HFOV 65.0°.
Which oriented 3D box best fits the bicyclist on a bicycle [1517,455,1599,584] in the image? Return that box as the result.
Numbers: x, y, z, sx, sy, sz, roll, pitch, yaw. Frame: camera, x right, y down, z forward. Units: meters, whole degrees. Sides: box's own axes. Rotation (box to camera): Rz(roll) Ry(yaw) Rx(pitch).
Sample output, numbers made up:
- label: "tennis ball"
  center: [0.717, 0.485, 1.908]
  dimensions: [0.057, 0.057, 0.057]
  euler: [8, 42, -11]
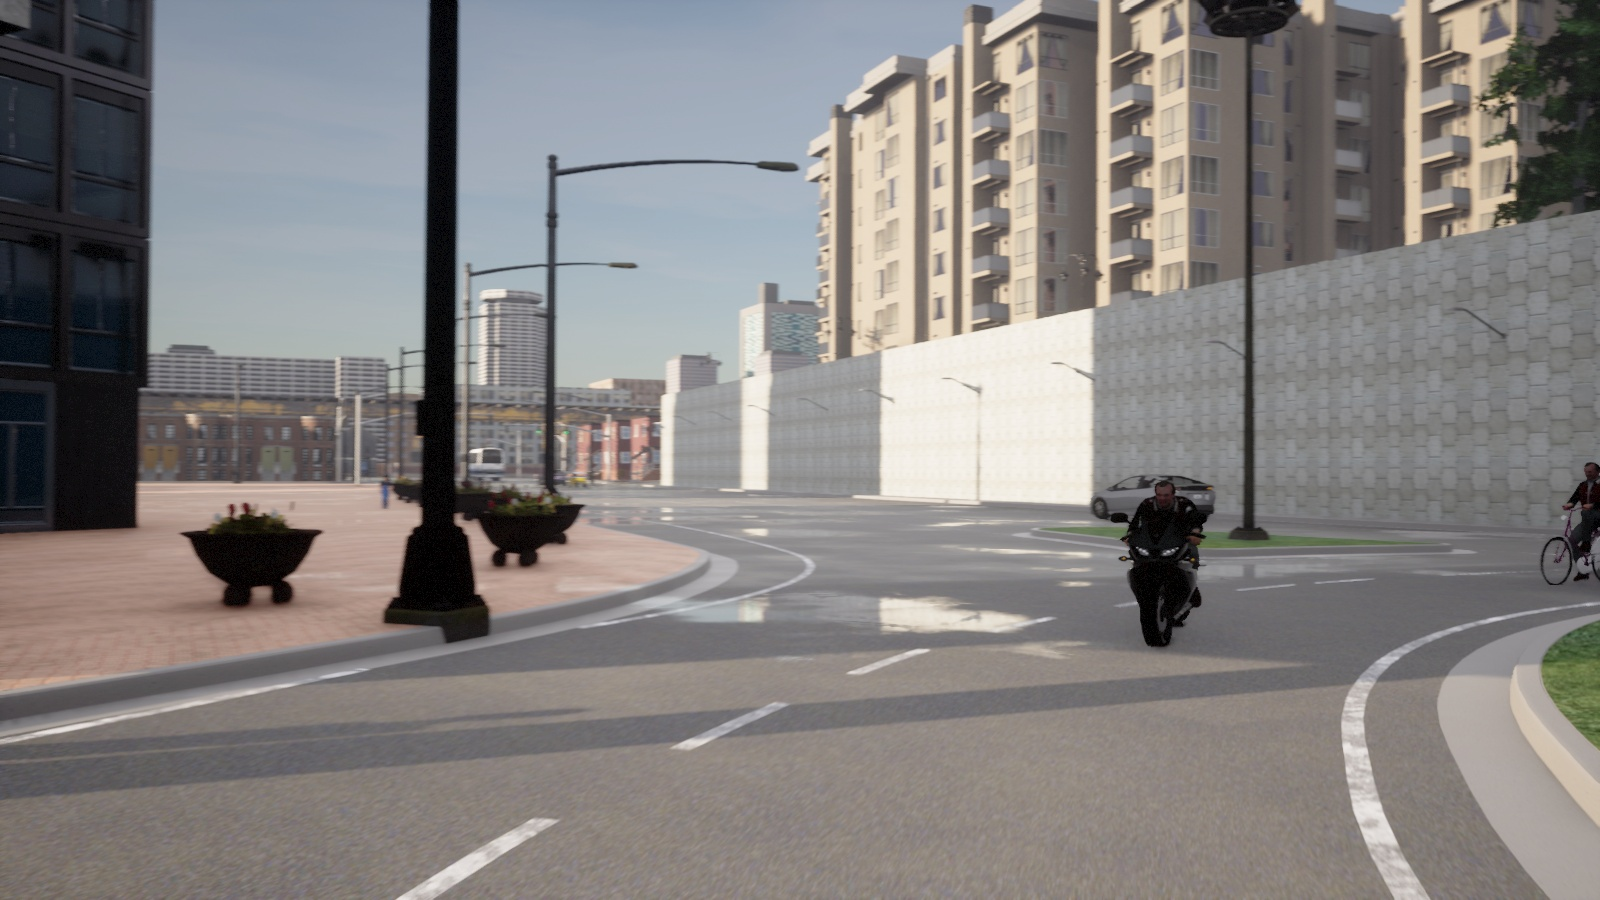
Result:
- label: "bicyclist on a bicycle"
  center: [11.167, 0.967, 17.919]
  dimensions: [1.843, 1.776, 0.659]
  euler: [1, 0, -24]

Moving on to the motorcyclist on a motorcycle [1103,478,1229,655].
- label: "motorcyclist on a motorcycle"
  center: [3.574, 1.047, 12.120]
  dimensions: [0.866, 1.530, 2.191]
  euler: [-1, -1, 24]

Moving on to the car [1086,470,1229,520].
- label: "car"
  center: [11.533, 1.428, 40.859]
  dimensions: [2.007, 1.525, 4.514]
  euler: [0, -1, -25]

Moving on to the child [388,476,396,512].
- label: "child"
  center: [-14.419, 1.551, 44.385]
  dimensions: [0.270, 1.263, 0.437]
  euler: [0, -1, -20]
